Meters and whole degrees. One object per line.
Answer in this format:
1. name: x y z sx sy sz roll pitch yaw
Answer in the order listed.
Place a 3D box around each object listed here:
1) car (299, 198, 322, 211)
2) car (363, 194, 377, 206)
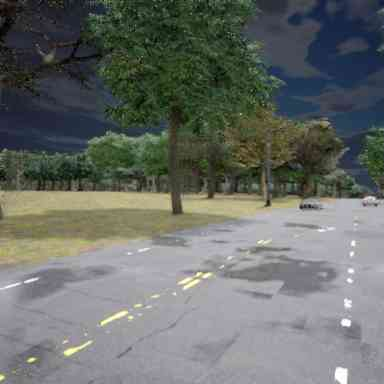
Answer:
1. car: 14.049 1.430 39.263 1.994 1.385 4.181 0 0 31
2. car: 28.274 1.435 52.826 1.812 1.442 4.674 0 0 27
